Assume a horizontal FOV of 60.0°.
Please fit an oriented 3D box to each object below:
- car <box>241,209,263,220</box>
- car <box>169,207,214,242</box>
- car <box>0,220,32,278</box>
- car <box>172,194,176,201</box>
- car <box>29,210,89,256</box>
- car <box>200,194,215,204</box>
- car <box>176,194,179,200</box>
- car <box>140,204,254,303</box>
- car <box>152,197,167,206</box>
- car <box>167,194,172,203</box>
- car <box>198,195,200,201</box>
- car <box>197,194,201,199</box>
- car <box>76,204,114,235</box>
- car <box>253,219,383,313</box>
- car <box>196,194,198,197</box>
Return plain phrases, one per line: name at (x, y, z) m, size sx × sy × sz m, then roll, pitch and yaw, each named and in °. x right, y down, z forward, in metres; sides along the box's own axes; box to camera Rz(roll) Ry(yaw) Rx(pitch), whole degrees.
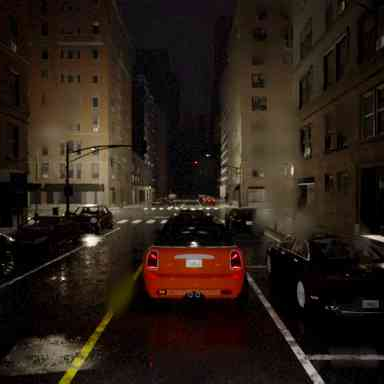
car at (2.836, 1.567, 18.486) m, size 1.947 × 1.339 × 4.313 m, roll 0°, pitch 0°, yaw 0°
car at (-0.014, 1.565, 16.998) m, size 1.994 × 1.385 × 4.181 m, roll 0°, pitch 0°, yaw 0°
car at (-5.677, 1.566, 7.474) m, size 1.947 × 1.339 × 4.313 m, roll 0°, pitch 0°, yaw 0°
car at (-5.676, 1.630, 82.452) m, size 1.752 × 1.417 × 4.829 m, roll 0°, pitch 0°, yaw 0°
car at (-5.683, 1.583, 12.975) m, size 1.802 × 1.307 × 4.206 m, roll 0°, pitch 0°, yaw 0°
car at (2.830, 1.479, 55.576) m, size 1.967 × 1.590 × 4.097 m, roll 0°, pitch 0°, yaw 0°
car at (-5.669, 1.462, 93.440) m, size 2.192 × 1.841 × 5.009 m, roll 0°, pitch 0°, yaw 0°
car at (0.054, 1.352, 8.345) m, size 2.097 × 1.767 × 4.553 m, roll 0°, pitch 0°, yaw 0°
car at (-5.695, 1.621, 55.580) m, size 1.802 × 1.307 × 4.206 m, roll 0°, pitch 0°, yaw 0°
car at (-5.687, 1.610, 66.396) m, size 2.008 × 1.369 × 4.403 m, roll 0°, pitch 0°, yaw 0°
car at (2.838, 1.610, 66.394) m, size 2.008 × 1.369 × 4.403 m, roll 0°, pitch 0°, yaw 0°
car at (2.845, 1.528, 77.212) m, size 1.967 × 1.590 × 4.097 m, roll 0°, pitch 0°, yaw 0°
car at (-5.689, 1.442, 18.477) m, size 1.967 × 1.590 × 4.097 m, roll 0°, pitch 0°, yaw 0°
car at (2.848, 1.551, 7.483) m, size 2.008 × 1.369 × 4.403 m, roll 0°, pitch 0°, yaw 0°
car at (2.853, 1.565, 88.030) m, size 1.967 × 1.590 × 4.097 m, roll 0°, pitch 0°, yaw 0°
